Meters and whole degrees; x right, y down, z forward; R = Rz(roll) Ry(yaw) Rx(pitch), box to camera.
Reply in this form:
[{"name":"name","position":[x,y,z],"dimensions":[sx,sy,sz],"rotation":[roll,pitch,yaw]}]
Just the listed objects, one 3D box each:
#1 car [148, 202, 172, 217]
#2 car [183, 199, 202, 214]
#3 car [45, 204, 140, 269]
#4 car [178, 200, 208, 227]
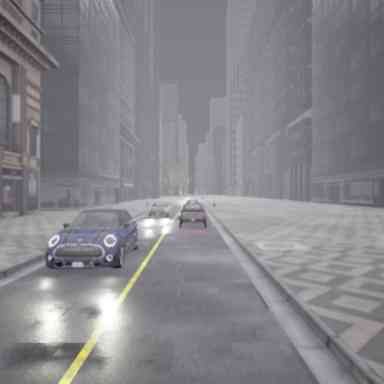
[{"name":"car","position":[-3.001,1.612,31.485],"dimensions":[1.895,1.301,4.718],"rotation":[0,0,0]},{"name":"car","position":[0.073,1.560,37.379],"dimensions":[2.033,1.411,5.357],"rotation":[0,0,0]},{"name":"car","position":[-3.082,1.357,11.180],"dimensions":[2.097,1.767,4.553],"rotation":[0,0,0]},{"name":"car","position":[0.075,1.503,22.788],"dimensions":[2.128,1.511,4.902],"rotation":[0,0,0]}]
